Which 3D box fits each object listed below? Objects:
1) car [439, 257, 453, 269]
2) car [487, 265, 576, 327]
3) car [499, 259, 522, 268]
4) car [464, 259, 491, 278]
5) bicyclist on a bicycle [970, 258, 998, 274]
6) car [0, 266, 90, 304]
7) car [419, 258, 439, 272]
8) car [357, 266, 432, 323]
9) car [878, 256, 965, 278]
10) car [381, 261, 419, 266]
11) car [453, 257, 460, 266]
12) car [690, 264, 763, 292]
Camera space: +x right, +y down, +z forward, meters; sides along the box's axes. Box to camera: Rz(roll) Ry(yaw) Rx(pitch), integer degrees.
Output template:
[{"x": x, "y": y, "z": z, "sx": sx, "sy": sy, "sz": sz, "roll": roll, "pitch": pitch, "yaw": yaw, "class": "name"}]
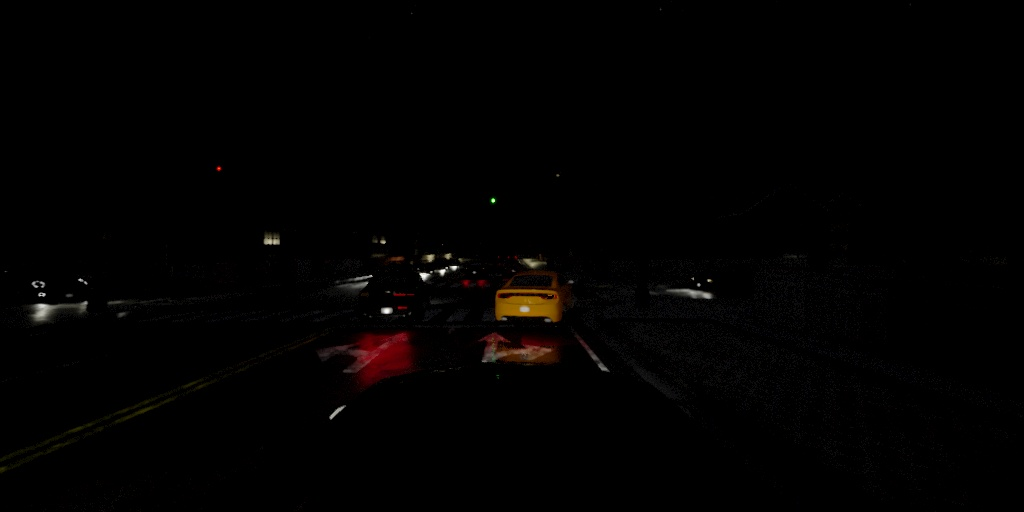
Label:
[{"x": -9.825, "y": 0.999, "z": 49.320, "sx": 1.882, "sy": 1.535, "sz": 5.008, "roll": 0, "pitch": 1, "yaw": 0, "class": "car"}, {"x": 0.920, "y": 1.212, "z": 11.665, "sx": 1.882, "sy": 1.535, "sz": 5.008, "roll": 0, "pitch": 0, "yaw": 14, "class": "car"}, {"x": 0.088, "y": 1.225, "z": 32.230, "sx": 1.994, "sy": 1.385, "sz": 4.181, "roll": 0, "pitch": 0, "yaw": 0, "class": "car"}, {"x": -3.162, "y": 1.185, "z": 32.584, "sx": 1.812, "sy": 1.442, "sz": 4.674, "roll": 0, "pitch": 0, "yaw": 0, "class": "car"}, {"x": 18.447, "y": 0.907, "z": 14.125, "sx": 0.582, "sy": 1.620, "sz": 1.656, "roll": 0, "pitch": 0, "yaw": -2, "class": "bicyclist on a bicycle"}, {"x": -22.566, "y": 1.254, "z": 16.556, "sx": 4.553, "sy": 1.767, "sz": 2.097, "roll": 0, "pitch": 0, "yaw": 2, "class": "car"}, {"x": -9.858, "y": 1.188, "z": 39.712, "sx": 1.994, "sy": 1.385, "sz": 4.181, "roll": 0, "pitch": 0, "yaw": 0, "class": "car"}, {"x": -3.869, "y": 1.255, "z": 12.215, "sx": 1.837, "sy": 1.490, "sz": 4.892, "roll": 0, "pitch": 0, "yaw": -10, "class": "car"}, {"x": 22.819, "y": 0.898, "z": 20.105, "sx": 4.553, "sy": 1.767, "sz": 2.097, "roll": 0, "pitch": 0, "yaw": -2, "class": "car"}, {"x": -9.855, "y": 1.158, "z": 30.528, "sx": 2.128, "sy": 1.511, "sz": 4.902, "roll": 0, "pitch": 0, "yaw": 0, "class": "car"}, {"x": -9.769, "y": 0.919, "z": 59.123, "sx": 1.994, "sy": 1.385, "sz": 4.181, "roll": 0, "pitch": 1, "yaw": 0, "class": "car"}, {"x": 12.843, "y": 1.172, "z": 19.858, "sx": 5.357, "sy": 1.411, "sz": 2.033, "roll": 0, "pitch": 0, "yaw": -6, "class": "car"}]
